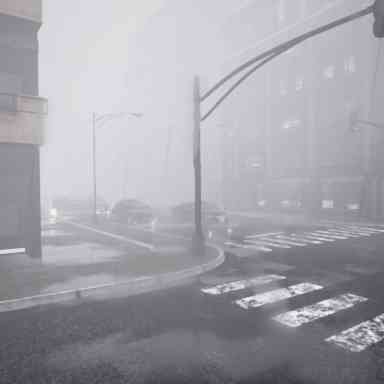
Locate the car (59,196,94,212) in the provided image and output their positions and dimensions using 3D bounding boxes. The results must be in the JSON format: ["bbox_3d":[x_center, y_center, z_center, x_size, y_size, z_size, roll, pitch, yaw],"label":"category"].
[{"bbox_3d":[-12.667,1.448,36.379,2.008,1.369,4.403,-1,1,-35],"label":"car"}]

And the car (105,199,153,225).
[{"bbox_3d":[-4.402,1.509,24.210,1.887,1.381,4.507,-1,1,-35],"label":"car"}]

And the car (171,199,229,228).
[{"bbox_3d":[0.407,1.434,22.031,2.128,1.511,4.902,-1,1,-35],"label":"car"}]

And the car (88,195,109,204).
[{"bbox_3d":[-15.577,1.216,55.306,1.752,1.417,4.829,-1,1,-35],"label":"car"}]

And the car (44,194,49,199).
[{"bbox_3d":[-34.980,1.075,83.342,1.752,1.417,4.829,-1,1,-35],"label":"car"}]

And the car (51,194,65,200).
[{"bbox_3d":[-31.650,1.124,78.530,2.008,1.369,4.403,-1,1,-35],"label":"car"}]

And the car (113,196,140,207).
[{"bbox_3d":[-9.110,1.266,45.961,1.752,1.417,4.829,-1,1,-35],"label":"car"}]

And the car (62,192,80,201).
[{"bbox_3d":[-25.184,0.935,69.182,2.192,1.841,5.009,-1,1,-35],"label":"car"}]

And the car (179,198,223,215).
[{"bbox_3d":[0.772,1.359,31.866,1.887,1.381,4.507,-1,1,-35],"label":"car"}]

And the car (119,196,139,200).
[{"bbox_3d":[-5.477,1.373,30.537,1.882,1.535,5.008,-1,1,-35],"label":"car"}]

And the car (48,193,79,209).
[{"bbox_3d":[-15.901,1.312,41.051,1.967,1.590,4.097,-1,1,-35],"label":"car"}]

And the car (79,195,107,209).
[{"bbox_3d":[-11.478,1.397,39.221,2.033,1.411,5.357,-1,1,-35],"label":"car"}]
